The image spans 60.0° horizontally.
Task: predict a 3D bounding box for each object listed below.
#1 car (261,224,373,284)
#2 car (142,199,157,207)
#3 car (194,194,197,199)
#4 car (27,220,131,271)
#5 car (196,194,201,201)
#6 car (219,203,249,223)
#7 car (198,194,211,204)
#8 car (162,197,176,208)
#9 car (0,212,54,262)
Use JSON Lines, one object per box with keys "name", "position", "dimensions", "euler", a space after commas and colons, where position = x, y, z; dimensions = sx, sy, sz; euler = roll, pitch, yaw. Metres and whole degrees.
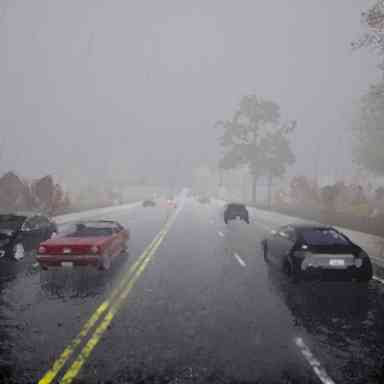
{"name": "car", "position": [3.341, 1.601, 9.681], "dimensions": [1.994, 1.385, 4.181], "euler": [0, 0, 0]}
{"name": "car", "position": [-6.839, 1.739, 53.508], "dimensions": [1.994, 1.385, 4.181], "euler": [0, 0, 0]}
{"name": "car", "position": [2.464, 1.473, 89.648], "dimensions": [2.150, 2.045, 5.566], "euler": [0, 0, -1]}
{"name": "car", "position": [-3.362, 1.645, 11.157], "dimensions": [1.895, 1.301, 4.718], "euler": [0, 0, 0]}
{"name": "car", "position": [2.648, 1.663, 78.608], "dimensions": [2.033, 1.649, 4.856], "euler": [0, 0, -1]}
{"name": "car", "position": [3.284, 1.600, 26.275], "dimensions": [1.837, 1.490, 4.892], "euler": [0, 0, 0]}
{"name": "car", "position": [2.807, 1.734, 67.598], "dimensions": [1.812, 1.442, 4.674], "euler": [0, 0, -1]}
{"name": "car", "position": [-3.586, 1.526, 52.884], "dimensions": [2.097, 1.767, 4.553], "euler": [0, 0, 0]}
{"name": "car", "position": [-6.615, 1.554, 12.427], "dimensions": [1.837, 1.490, 4.892], "euler": [0, 0, 0]}
